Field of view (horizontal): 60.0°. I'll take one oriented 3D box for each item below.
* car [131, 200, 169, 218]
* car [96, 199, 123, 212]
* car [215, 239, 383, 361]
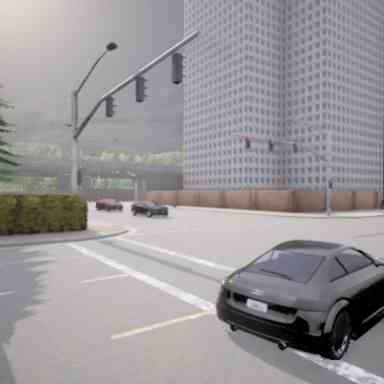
[{"bbox_3d":[-4.008,1.530,31.374,1.882,1.535,5.008,0,0,-35],"label":"car"},{"bbox_3d":[-9.851,1.530,39.706,1.882,1.535,5.008,0,0,-35],"label":"car"},{"bbox_3d":[2.362,1.583,6.098,4.181,1.385,1.994,0,0,-44],"label":"car"}]
